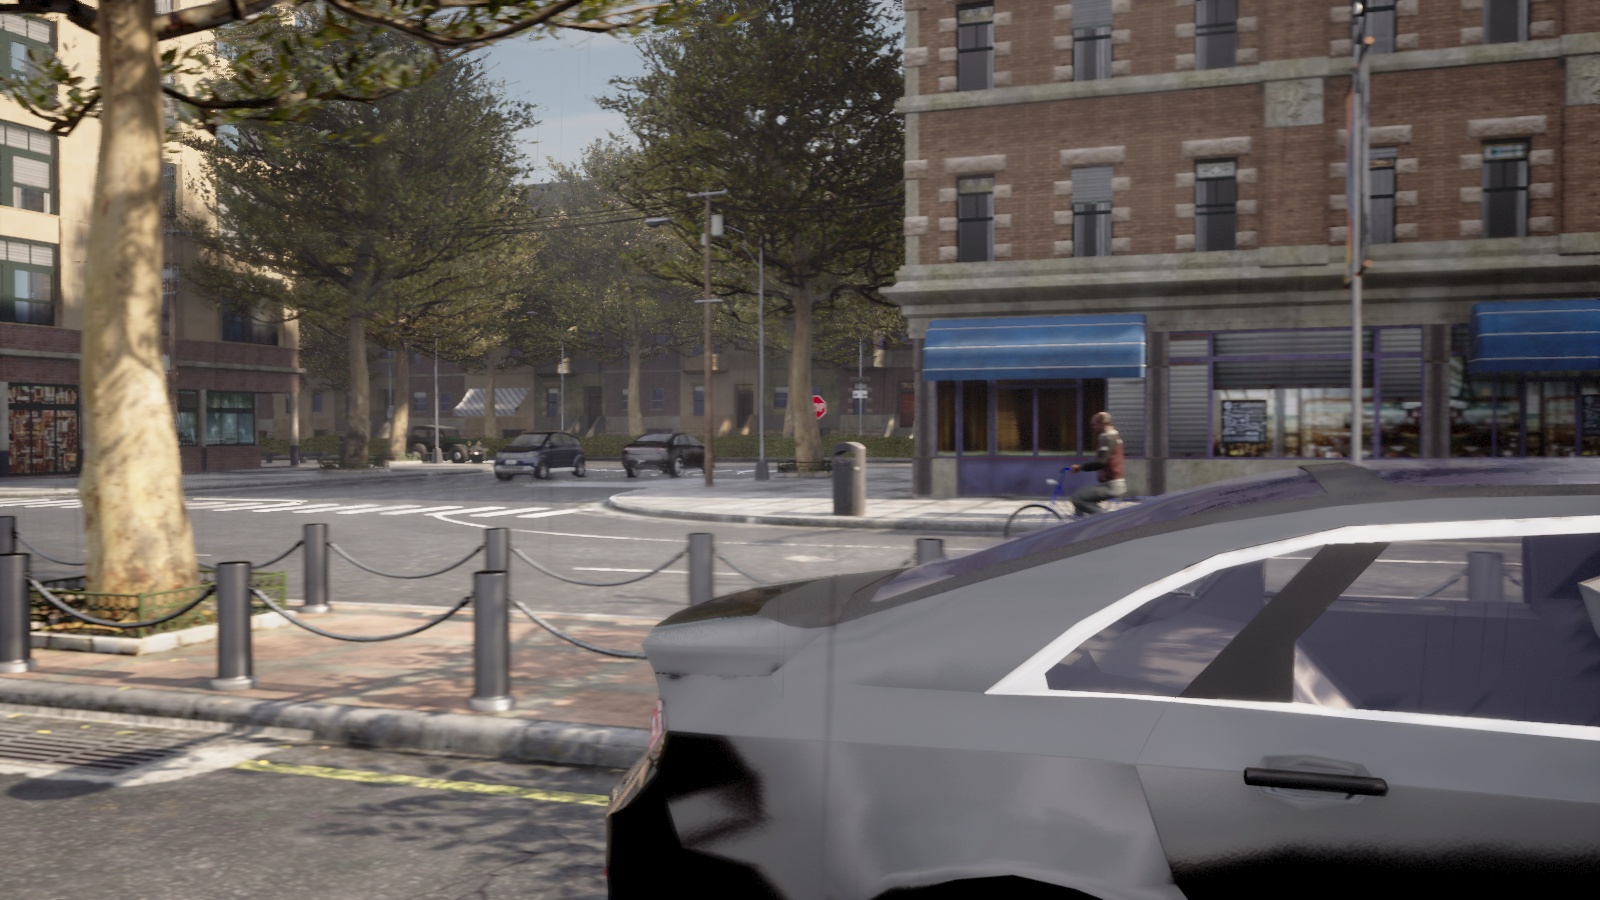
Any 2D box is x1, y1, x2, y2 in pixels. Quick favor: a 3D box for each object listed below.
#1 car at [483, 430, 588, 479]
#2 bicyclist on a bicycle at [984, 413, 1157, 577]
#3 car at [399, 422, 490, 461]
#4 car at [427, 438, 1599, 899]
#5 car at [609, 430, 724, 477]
[{"bbox_3d":[-8.732,0.103,41.780,1.789,1.549,3.705,1,1,18],"label":"car"},{"bbox_3d":[3.076,0.480,14.289,1.843,1.776,0.659,1,1,19],"label":"bicyclist on a bicycle"},{"bbox_3d":[-17.319,-0.422,61.209,3.866,1.878,1.905,0,1,19],"label":"car"},{"bbox_3d":[1.981,0.750,2.526,4.902,1.511,2.128,1,1,19],"label":"car"},{"bbox_3d":[-4.528,0.070,43.440,2.128,1.511,4.902,1,1,18],"label":"car"}]
